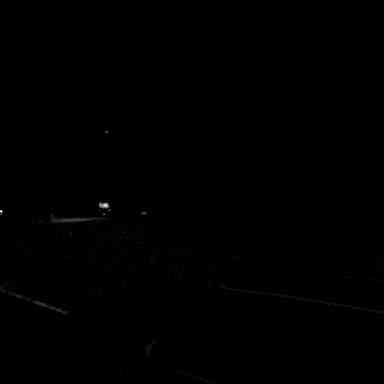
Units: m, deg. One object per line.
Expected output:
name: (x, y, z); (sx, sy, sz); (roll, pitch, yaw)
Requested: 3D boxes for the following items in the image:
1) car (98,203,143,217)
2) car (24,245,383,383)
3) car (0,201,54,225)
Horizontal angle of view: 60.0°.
car: (-7.275, 1.852, 34.144); (1.895, 1.301, 4.718); (-1, -1, 36)
car: (0.983, 1.314, 2.160); (5.009, 1.841, 2.192); (0, -1, 36)
car: (-13.291, 1.521, 25.914); (2.097, 1.767, 4.553); (-1, -1, 36)
